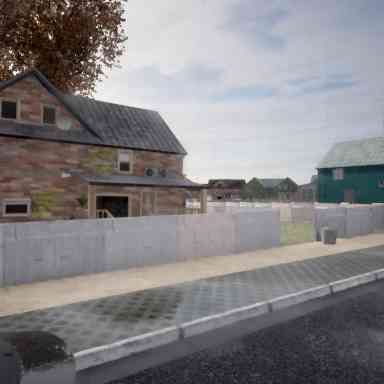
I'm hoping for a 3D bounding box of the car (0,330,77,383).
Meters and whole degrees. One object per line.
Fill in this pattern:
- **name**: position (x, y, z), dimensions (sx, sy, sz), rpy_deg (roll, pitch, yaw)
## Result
- **car**: position (-2.850, 1.504, 1.090), dimensions (4.892, 1.490, 1.837), rpy_deg (0, 0, -35)
